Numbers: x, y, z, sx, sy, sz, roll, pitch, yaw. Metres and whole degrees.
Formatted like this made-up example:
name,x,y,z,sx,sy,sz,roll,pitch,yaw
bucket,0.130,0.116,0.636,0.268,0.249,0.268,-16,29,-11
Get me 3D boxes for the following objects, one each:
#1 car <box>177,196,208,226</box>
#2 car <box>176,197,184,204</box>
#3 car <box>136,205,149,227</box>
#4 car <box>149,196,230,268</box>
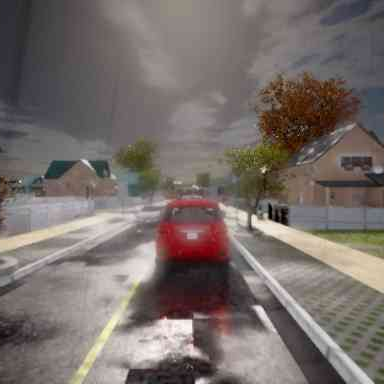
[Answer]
name,x,y,z,sx,sy,sz,roll,pitch,yaw
car,0.033,1.334,25.896,2.150,2.045,5.566,0,0,1
car,-2.749,1.929,77.282,1.882,1.535,5.008,0,0,0
car,-2.800,1.629,23.742,1.812,1.442,4.674,0,0,0
car,0.038,1.270,11.547,2.150,2.045,5.566,0,0,1
